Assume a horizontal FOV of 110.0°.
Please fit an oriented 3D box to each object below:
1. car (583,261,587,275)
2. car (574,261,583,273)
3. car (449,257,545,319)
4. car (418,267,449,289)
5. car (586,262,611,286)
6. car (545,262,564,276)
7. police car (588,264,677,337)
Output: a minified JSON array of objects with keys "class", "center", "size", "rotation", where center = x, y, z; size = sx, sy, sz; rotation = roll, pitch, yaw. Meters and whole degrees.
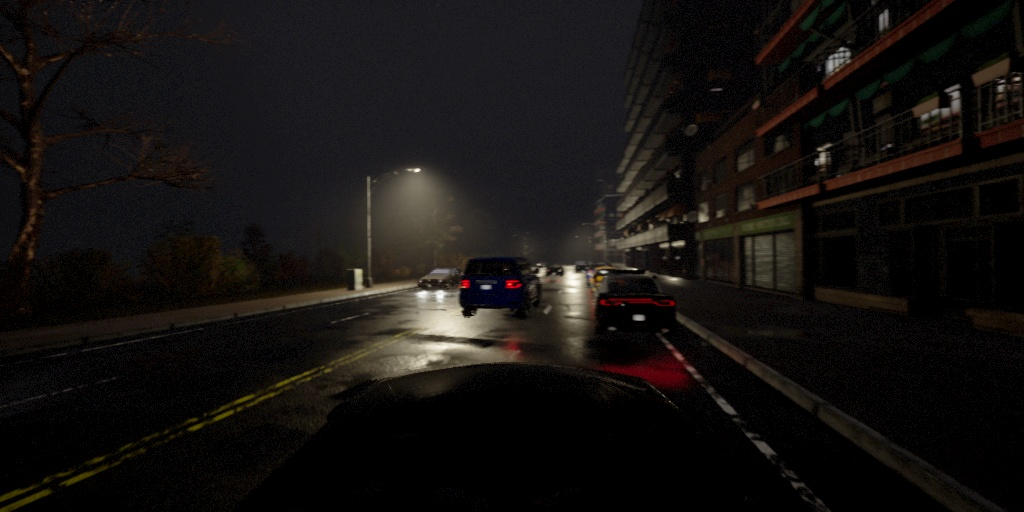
[{"class":"car","center":[6.471,1.203,26.256],"size":[2.097,1.767,4.553],"rotation":[-1,0,11]},{"class":"car","center":[9.399,1.583,47.836],"size":[1.895,1.301,4.718],"rotation":[-1,0,10]},{"class":"car","center":[-0.245,1.054,13.515],"size":[2.150,2.045,5.566],"rotation":[-1,-1,11]},{"class":"car","center":[-4.727,1.516,25.362],"size":[2.033,1.411,5.357],"rotation":[-1,0,11]},{"class":"car","center":[5.369,1.277,20.549],"size":[1.801,1.575,5.366],"rotation":[-1,0,11]},{"class":"car","center":[4.815,1.573,39.990],"size":[1.895,1.301,4.718],"rotation":[-1,0,10]},{"class":"police car","center":[3.373,1.199,10.614],"size":[1.930,1.638,5.238],"rotation":[-1,0,12]}]
